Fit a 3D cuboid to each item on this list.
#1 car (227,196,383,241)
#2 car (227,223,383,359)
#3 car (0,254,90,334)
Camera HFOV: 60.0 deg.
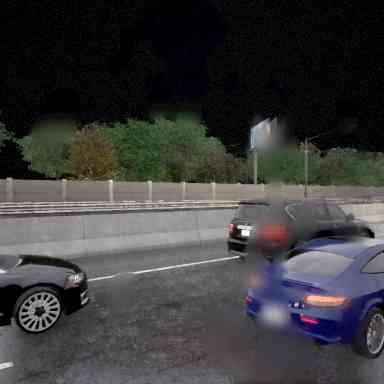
[{"bbox_3d":[3.651,1.226,10.745,5.566,2.045,2.150,0,0,-36],"label":"car"},{"bbox_3d":[2.987,1.528,5.951,4.674,1.442,1.812,0,0,-36],"label":"car"},{"bbox_3d":[-4.117,1.492,5.097,4.902,1.511,2.128,0,0,-36],"label":"car"}]
